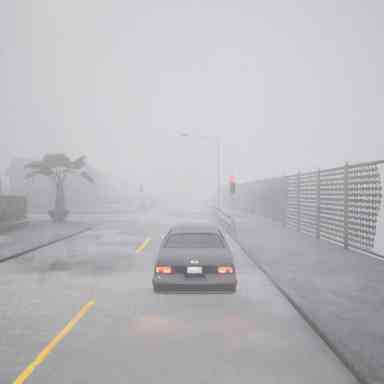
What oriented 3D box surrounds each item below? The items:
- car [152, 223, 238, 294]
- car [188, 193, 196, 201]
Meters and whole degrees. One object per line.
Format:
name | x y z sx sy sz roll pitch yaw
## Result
car | 0.070 1.547 8.911 2.033 1.411 5.357 0 0 1
car | 0.065 1.225 87.015 2.150 2.045 5.566 0 0 0
